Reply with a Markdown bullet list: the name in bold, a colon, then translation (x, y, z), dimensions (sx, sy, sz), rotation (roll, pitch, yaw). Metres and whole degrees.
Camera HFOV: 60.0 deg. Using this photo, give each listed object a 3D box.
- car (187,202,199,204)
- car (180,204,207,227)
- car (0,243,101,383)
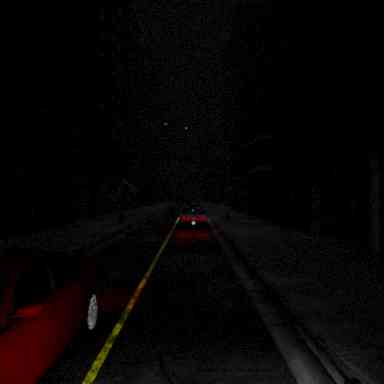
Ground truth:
- **car**: translation (0.106, 1.929, 41.815), dimensions (1.895, 1.301, 4.718), rotation (0, 0, 0)
- **car**: translation (0.098, 1.787, 24.272), dimensions (1.895, 1.301, 4.718), rotation (0, 0, 0)
- **car**: translation (-2.558, 1.508, 3.986), dimensions (1.882, 1.535, 5.008), rotation (0, -1, 0)
